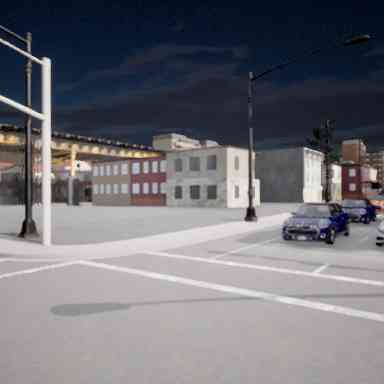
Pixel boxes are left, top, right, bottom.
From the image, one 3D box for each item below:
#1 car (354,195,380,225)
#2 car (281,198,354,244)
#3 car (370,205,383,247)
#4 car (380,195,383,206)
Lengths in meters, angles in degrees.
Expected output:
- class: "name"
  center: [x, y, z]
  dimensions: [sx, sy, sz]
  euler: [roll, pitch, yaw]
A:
- class: "car"
  center: [11.204, 1.216, 22.890]
  dimensions: [2.097, 1.767, 4.553]
  euler: [-1, 0, 37]
- class: "car"
  center: [5.920, 1.326, 15.767]
  dimensions: [2.097, 1.767, 4.553]
  euler: [-1, 0, 37]
- class: "car"
  center: [9.169, 1.462, 14.300]
  dimensions: [1.812, 1.442, 4.674]
  euler: [-1, 0, 37]
- class: "car"
  center: [17.155, 1.058, 30.910]
  dimensions: [2.097, 1.767, 4.553]
  euler: [-1, 1, 37]
